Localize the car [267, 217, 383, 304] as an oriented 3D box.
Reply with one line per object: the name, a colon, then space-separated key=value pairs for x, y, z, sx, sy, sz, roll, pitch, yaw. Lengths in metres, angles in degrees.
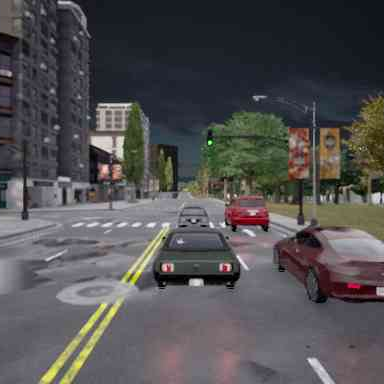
car: x=3.346 y=1.552 z=8.066 sx=1.812 sy=1.442 sz=4.674 roll=0 pitch=0 yaw=0

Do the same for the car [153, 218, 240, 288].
car: x=0.095 y=1.632 z=9.249 sx=1.895 sy=1.301 sz=4.718 roll=0 pitch=0 yaw=0

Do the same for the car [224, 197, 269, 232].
car: x=3.339 y=1.291 z=20.965 sx=2.150 sy=2.045 sz=5.566 roll=0 pitch=0 yaw=0

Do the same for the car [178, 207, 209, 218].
car: x=0.090 y=1.615 z=20.561 sx=2.033 sy=1.411 sz=5.357 roll=0 pitch=0 yaw=0
